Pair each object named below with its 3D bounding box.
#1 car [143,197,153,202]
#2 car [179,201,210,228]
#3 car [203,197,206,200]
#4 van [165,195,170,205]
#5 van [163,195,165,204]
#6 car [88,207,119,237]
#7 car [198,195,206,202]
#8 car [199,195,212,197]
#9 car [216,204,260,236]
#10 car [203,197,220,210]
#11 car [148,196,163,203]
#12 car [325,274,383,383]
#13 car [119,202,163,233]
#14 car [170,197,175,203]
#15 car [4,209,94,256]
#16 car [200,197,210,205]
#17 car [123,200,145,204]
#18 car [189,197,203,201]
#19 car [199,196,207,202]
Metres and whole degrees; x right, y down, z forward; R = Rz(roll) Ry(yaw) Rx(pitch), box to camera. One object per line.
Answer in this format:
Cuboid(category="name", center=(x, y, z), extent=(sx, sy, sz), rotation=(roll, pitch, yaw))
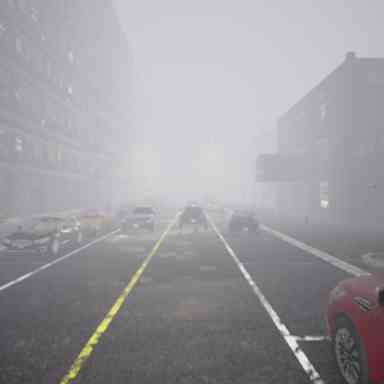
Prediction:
Cuboid(category="car", center=(-5.679, 1.580, 35.406), extent=(1.967, 1.590, 4.097), rotation=(0, 0, 0))
Cuboid(category="car", center=(0.083, 1.613, 22.858), extent=(1.812, 1.442, 4.674), rotation=(0, 0, 0))
Cuboid(category="car", center=(2.703, 1.741, 46.482), extent=(2.008, 1.369, 4.403), rotation=(0, 0, 0))
Cuboid(category="van", center=(-5.673, 1.614, 63.103), extent=(1.690, 1.788, 3.998), rotation=(0, 0, 0))
Cuboid(category="van", center=(-5.675, 1.557, 52.025), extent=(1.690, 1.788, 3.998), rotation=(0, 0, 0))
Cuboid(category="car", center=(-5.684, 1.595, 18.618), extent=(1.752, 1.417, 4.829), rotation=(0, 0, 0))
Cuboid(category="car", center=(2.714, 1.742, 90.799), extent=(2.192, 1.841, 5.009), rotation=(0, 0, 0))
Cuboid(category="car", center=(2.707, 1.560, 57.562), extent=(2.192, 1.841, 5.009), rotation=(0, 0, 0))
Cuboid(category="car", center=(2.697, 1.622, 18.786), extent=(2.008, 1.369, 4.403), rotation=(0, 0, 0))
Cuboid(category="car", center=(2.702, 1.691, 41.113), extent=(1.752, 1.417, 4.829), rotation=(0, 0, 0))
Cuboid(category="car", center=(-5.677, 1.505, 46.485), extent=(2.192, 1.841, 5.009), rotation=(0, 0, 0))
Cuboid(category="car", center=(2.694, 1.323, 2.170), extent=(2.192, 1.841, 5.009), rotation=(0, 0, 0))
Cuboid(category="car", center=(-3.074, 1.604, 20.602), extent=(1.812, 1.442, 4.674), rotation=(0, 0, 0))
Cuboid(category="car", center=(-5.670, 1.648, 74.181), extent=(2.192, 1.841, 5.009), rotation=(0, 0, 0))
Cuboid(category="car", center=(-5.685, 1.600, 13.249), extent=(2.008, 1.369, 4.403), rotation=(0, 0, 0))
Cuboid(category="car", center=(2.709, 1.743, 68.640), extent=(1.967, 1.590, 4.097), rotation=(0, 0, 0))
Cuboid(category="car", center=(-5.681, 1.661, 29.867), extent=(1.887, 1.381, 4.507), rotation=(0, 0, 0))
Cuboid(category="car", center=(0.111, 1.753, 46.336), extent=(1.994, 1.385, 4.181), rotation=(0, 0, 0))
Cuboid(category="car", center=(2.713, 1.836, 85.258), extent=(1.967, 1.590, 4.097), rotation=(0, 0, 0))
